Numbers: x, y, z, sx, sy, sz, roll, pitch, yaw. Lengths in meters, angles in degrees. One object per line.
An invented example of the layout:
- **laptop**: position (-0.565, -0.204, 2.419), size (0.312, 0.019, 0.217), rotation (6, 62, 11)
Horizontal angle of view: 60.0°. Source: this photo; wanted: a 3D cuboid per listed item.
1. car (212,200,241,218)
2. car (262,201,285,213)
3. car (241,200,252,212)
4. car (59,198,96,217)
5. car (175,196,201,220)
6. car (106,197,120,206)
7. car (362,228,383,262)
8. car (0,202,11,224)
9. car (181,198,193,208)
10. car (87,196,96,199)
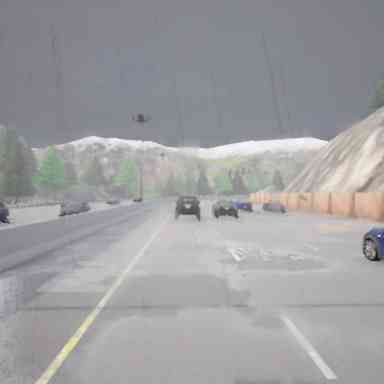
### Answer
- **car**: position (3.092, 1.529, 31.963), size (2.097, 1.767, 4.553), rotation (0, 0, -1)
- **car**: position (9.944, 1.804, 40.720), size (1.994, 1.385, 4.181), rotation (0, 0, -1)
- **car**: position (6.415, 1.719, 42.625), size (1.882, 1.535, 5.008), rotation (0, -1, -1)
- **car**: position (-11.088, 1.646, 31.981), size (1.837, 1.490, 4.892), rotation (0, -1, -1)
- **car**: position (-0.388, 1.379, 30.386), size (2.150, 2.045, 5.566), rotation (0, -1, -1)
- **car**: position (-15.047, 1.760, 63.599), size (1.882, 1.535, 5.008), rotation (0, 0, -1)
- **car**: position (6.973, 1.422, 9.668), size (2.097, 1.767, 4.553), rotation (0, 0, -1)
- **car**: position (-14.437, 1.433, 22.694), size (2.097, 1.767, 4.553), rotation (0, 0, -1)
- **car**: position (-0.788, 1.809, 54.237), size (1.812, 1.442, 4.674), rotation (0, 0, -1)
- **car**: position (-22.195, 1.647, 72.400), size (1.837, 1.490, 4.892), rotation (0, 0, -1)
